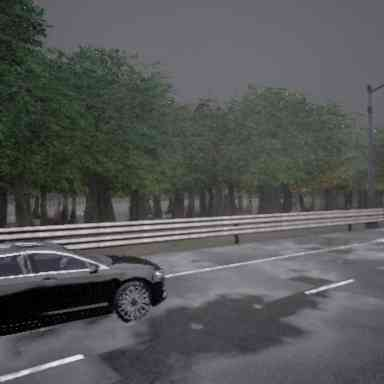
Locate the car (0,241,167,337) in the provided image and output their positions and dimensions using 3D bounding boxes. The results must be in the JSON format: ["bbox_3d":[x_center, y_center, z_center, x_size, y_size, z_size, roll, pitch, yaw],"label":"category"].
[{"bbox_3d":[-2.790,1.650,5.970,4.902,1.511,2.128,0,-1,-35],"label":"car"}]
